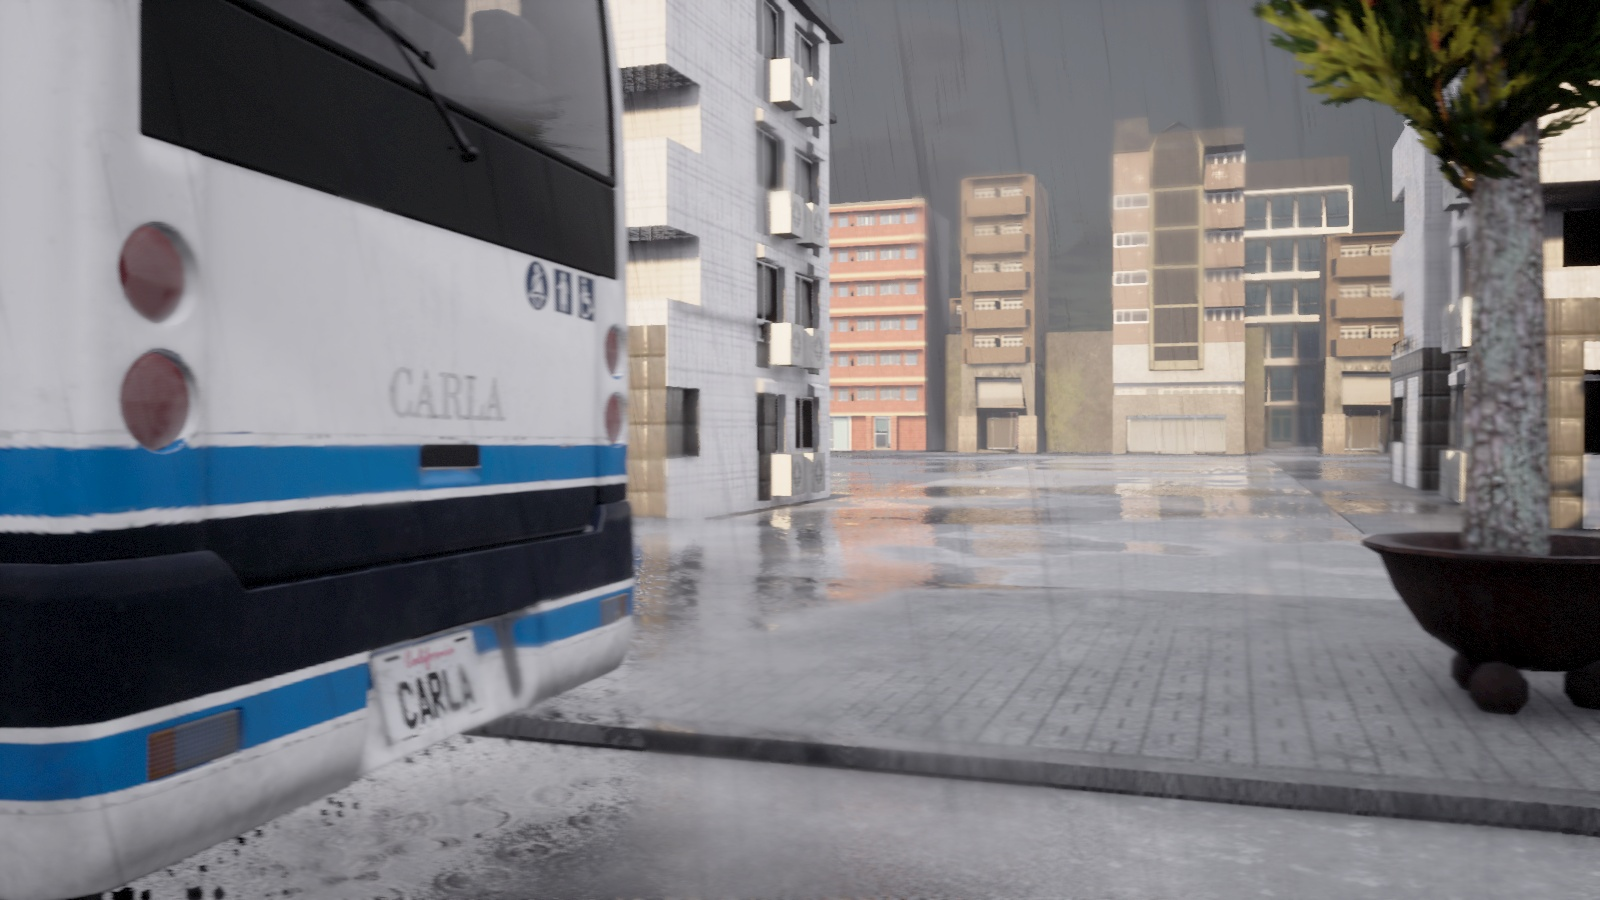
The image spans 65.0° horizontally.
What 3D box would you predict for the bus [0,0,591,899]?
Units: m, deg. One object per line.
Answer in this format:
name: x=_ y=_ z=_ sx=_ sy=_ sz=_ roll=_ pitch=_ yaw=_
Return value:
bus: x=-6.524 y=-0.678 z=5.657 sx=10.273 sy=4.253 sz=3.944 roll=1 pitch=0 yaw=15
